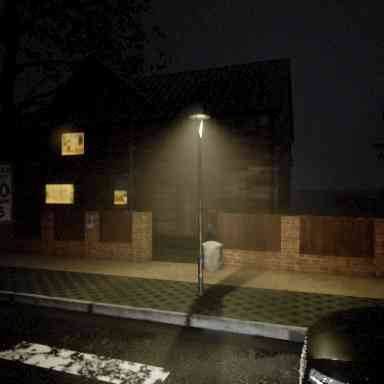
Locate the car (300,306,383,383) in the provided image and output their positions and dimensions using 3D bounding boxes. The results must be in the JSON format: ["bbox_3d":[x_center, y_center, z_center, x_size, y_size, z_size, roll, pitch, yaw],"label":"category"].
[{"bbox_3d":[3.390,1.492,2.559,4.892,1.490,1.837,-1,0,20],"label":"car"}]
